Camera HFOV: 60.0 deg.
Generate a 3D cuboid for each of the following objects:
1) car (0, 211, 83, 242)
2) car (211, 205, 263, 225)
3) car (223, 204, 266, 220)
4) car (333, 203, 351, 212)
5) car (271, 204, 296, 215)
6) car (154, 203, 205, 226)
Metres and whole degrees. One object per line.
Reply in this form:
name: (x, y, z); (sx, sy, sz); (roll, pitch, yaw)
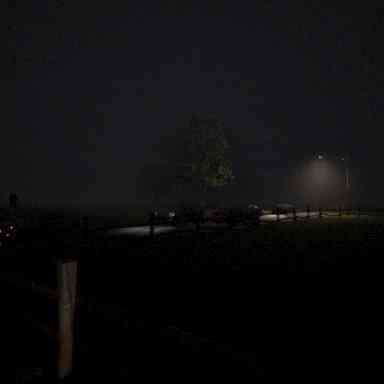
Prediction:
car: (-7.916, 1.732, 17.469); (1.994, 1.385, 4.181); (0, -1, 38)
car: (3.688, 1.946, 27.574); (2.033, 1.411, 5.357); (0, -1, 38)
car: (5.587, 2.039, 34.779); (2.033, 1.411, 5.357); (0, -1, 38)
car: (24.419, 2.442, 54.134); (1.994, 1.385, 4.181); (0, -1, 38)
car: (11.747, 2.199, 42.627); (1.994, 1.385, 4.181); (0, -1, 38)
car: (-0.971, 1.687, 26.375); (2.097, 1.767, 4.553); (0, -1, 38)
